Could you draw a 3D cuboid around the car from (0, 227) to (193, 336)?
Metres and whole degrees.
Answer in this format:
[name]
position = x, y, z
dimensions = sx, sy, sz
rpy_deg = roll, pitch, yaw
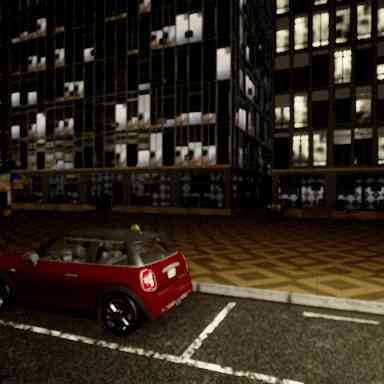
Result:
[car]
position = -2.145, 1.439, 6.552
dimensions = 4.097, 1.590, 1.967
rpy_deg = 0, 0, 23
